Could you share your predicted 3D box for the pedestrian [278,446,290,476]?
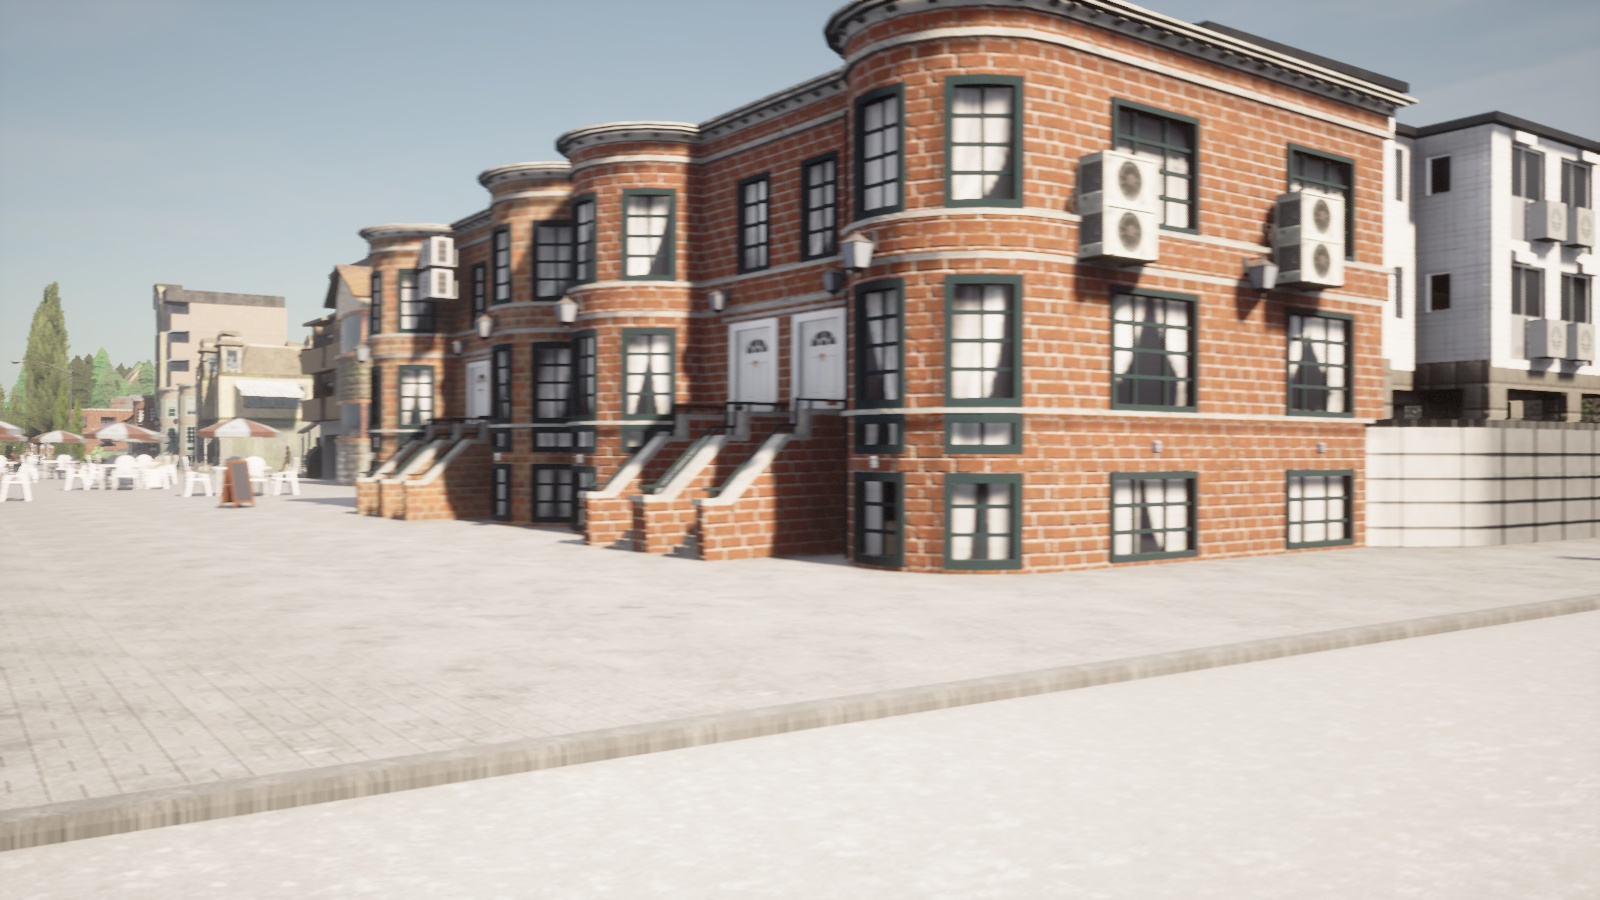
[{"bbox_3d":[-33.535,0.727,81.572,0.692,1.930,0.395,0,0,-25],"label":"pedestrian"}]
